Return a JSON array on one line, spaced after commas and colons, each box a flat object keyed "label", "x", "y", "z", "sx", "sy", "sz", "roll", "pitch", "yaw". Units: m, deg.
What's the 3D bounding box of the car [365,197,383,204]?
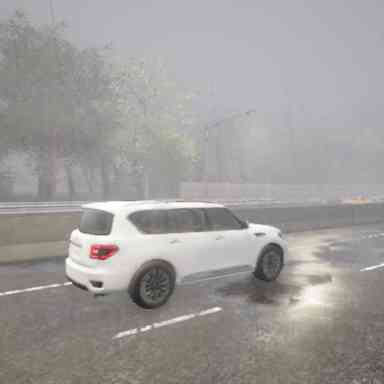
[{"label": "car", "x": 25.274, "y": 1.445, "z": 43.457, "sx": 4.902, "sy": 1.511, "sz": 2.128, "roll": 0, "pitch": 0, "yaw": -35}]

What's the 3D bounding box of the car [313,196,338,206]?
[{"label": "car", "x": 19.527, "y": 1.305, "z": 47.929, "sx": 4.553, "sy": 1.767, "sz": 2.097, "roll": 0, "pitch": 0, "yaw": -36}]

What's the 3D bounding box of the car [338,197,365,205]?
[{"label": "car", "x": 22.805, "y": 1.430, "z": 45.995, "sx": 5.008, "sy": 1.535, "sz": 1.882, "roll": 0, "pitch": 0, "yaw": -35}]

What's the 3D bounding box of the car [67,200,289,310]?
[{"label": "car", "x": -0.071, "y": 1.217, "z": 8.042, "sx": 5.566, "sy": 2.045, "sz": 2.150, "roll": 0, "pitch": 0, "yaw": -36}]
